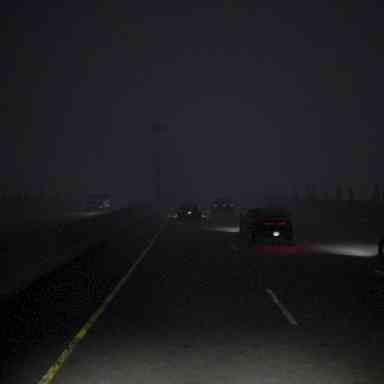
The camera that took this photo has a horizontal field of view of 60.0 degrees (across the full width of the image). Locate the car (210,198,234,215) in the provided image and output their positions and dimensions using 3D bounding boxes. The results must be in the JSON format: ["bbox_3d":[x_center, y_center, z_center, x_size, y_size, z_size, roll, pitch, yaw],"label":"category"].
[{"bbox_3d":[3.064,1.365,34.612,2.097,1.767,4.553,0,0,-2],"label":"car"}]

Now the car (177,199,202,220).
[{"bbox_3d":[-0.251,1.575,27.836,1.994,1.385,4.181,0,0,-2],"label":"car"}]

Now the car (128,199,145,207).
[{"bbox_3d":[-8.003,1.619,48.320,1.895,1.301,4.718,0,0,-1],"label":"car"}]

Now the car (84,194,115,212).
[{"bbox_3d":[-11.289,1.237,40.258,2.150,2.045,5.566,0,0,-1],"label":"car"}]

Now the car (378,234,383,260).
[{"bbox_3d":[7.088,1.509,9.078,1.837,1.490,4.892,0,0,0],"label":"car"}]

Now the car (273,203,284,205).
[{"bbox_3d":[6.766,1.574,27.305,1.994,1.385,4.181,0,0,-1],"label":"car"}]

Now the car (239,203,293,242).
[{"bbox_3d":[3.515,1.511,16.421,1.837,1.490,4.892,0,0,-1],"label":"car"}]
